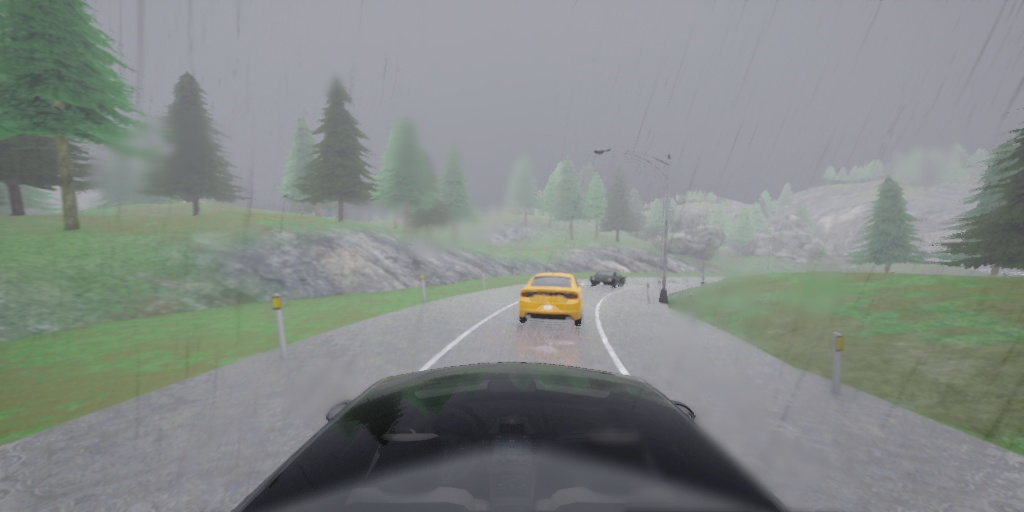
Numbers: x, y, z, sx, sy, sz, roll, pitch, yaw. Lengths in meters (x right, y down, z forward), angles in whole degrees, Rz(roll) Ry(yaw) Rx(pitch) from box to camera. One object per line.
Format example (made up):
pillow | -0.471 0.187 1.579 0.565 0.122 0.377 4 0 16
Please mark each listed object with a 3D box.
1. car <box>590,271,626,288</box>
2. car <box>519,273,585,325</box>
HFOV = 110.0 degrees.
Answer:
car | 7.922 1.864 29.204 1.895 1.301 4.718 3 0 30
car | 1.472 1.316 12.424 1.882 1.535 5.008 1 -1 11
